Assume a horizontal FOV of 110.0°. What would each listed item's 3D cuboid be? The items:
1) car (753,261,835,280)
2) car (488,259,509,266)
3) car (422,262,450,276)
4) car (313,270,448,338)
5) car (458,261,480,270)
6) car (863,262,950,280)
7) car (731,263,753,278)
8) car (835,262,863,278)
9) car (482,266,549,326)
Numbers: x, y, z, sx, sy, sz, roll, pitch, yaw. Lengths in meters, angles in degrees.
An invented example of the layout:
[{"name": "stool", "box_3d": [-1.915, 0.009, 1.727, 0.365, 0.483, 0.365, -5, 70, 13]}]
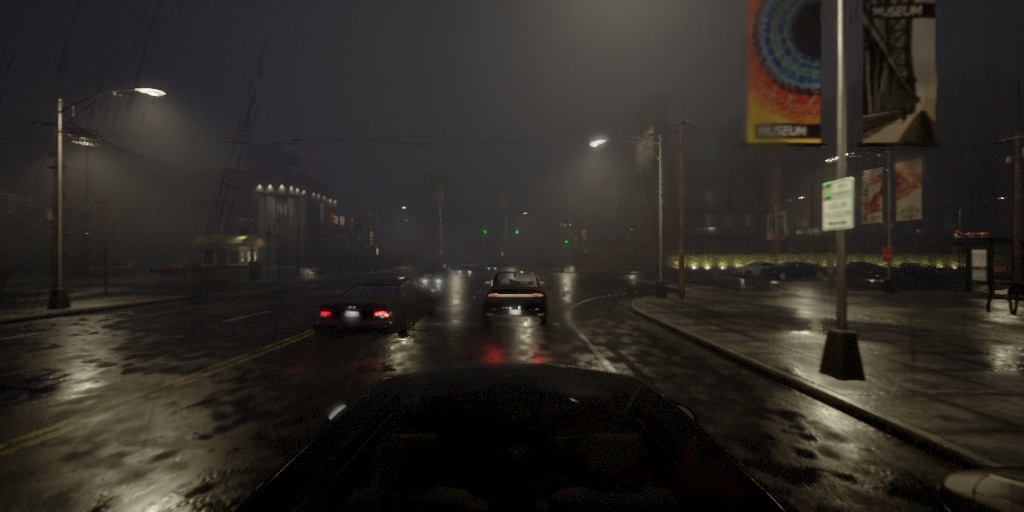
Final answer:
[{"name": "car", "box_3d": [23.762, 1.222, 30.303, 5.008, 1.535, 1.882, 0, 0, 0]}, {"name": "car", "box_3d": [-2.350, 1.283, 63.798, 2.033, 1.411, 5.357, 0, 0, 25]}, {"name": "car", "box_3d": [-7.063, 1.291, 33.726, 2.033, 1.411, 5.357, 0, 0, 0]}, {"name": "car", "box_3d": [-3.403, 1.295, 10.170, 2.033, 1.411, 5.357, 0, 0, 0]}, {"name": "car", "box_3d": [-6.167, 1.340, 51.967, 1.895, 1.301, 4.718, 0, 0, 12]}, {"name": "car", "box_3d": [33.588, 1.293, 30.373, 5.357, 1.411, 2.033, 0, 0, 0]}, {"name": "car", "box_3d": [23.257, 1.270, 33.780, 4.674, 1.442, 1.812, 0, 0, -1]}, {"name": "car", "box_3d": [32.363, 1.270, 33.862, 4.674, 1.442, 1.812, 0, 0, 0]}, {"name": "car", "box_3d": [0.098, 1.240, 11.704, 2.128, 1.511, 4.902, 0, 0, 0]}]
